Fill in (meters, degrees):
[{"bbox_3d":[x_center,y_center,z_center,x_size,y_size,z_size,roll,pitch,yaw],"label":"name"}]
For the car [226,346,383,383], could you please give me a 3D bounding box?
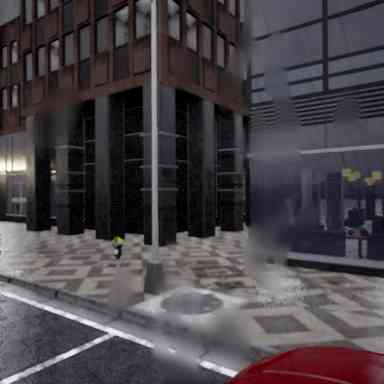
[{"bbox_3d":[2.138,1.540,1.436,4.507,1.381,1.887,0,0,36],"label":"car"}]
